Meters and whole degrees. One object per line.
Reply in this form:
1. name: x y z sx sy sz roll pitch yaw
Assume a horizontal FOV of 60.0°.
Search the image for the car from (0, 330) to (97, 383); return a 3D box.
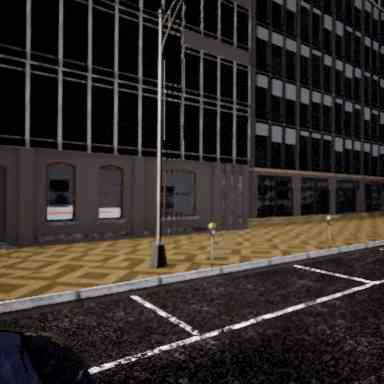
1. car: -2.524 1.555 1.578 4.181 1.385 1.994 0 0 -35
